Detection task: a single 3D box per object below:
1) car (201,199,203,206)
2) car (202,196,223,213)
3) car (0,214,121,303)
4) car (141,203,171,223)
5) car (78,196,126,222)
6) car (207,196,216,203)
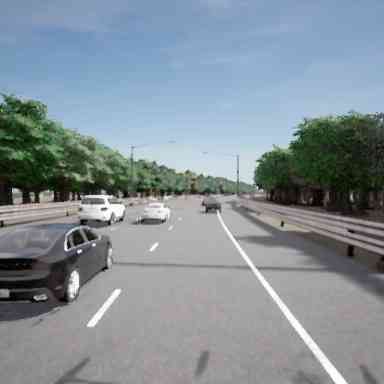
[{"bbox_3d":[2.678,1.705,57.552,1.994,1.385,4.181,0,0,5],"label":"car"},{"bbox_3d":[2.471,1.602,38.553,1.837,1.490,4.892,0,0,4],"label":"car"},{"bbox_3d":[-3.310,1.527,8.232,1.837,1.490,4.892,0,0,1],"label":"car"},{"bbox_3d":[-2.788,1.590,26.300,1.812,1.442,4.674,0,0,2],"label":"car"},{"bbox_3d":[-6.388,1.279,24.090,2.150,2.045,5.566,0,0,2],"label":"car"},{"bbox_3d":[4.339,1.528,73.441,1.812,1.442,4.674,0,0,7],"label":"car"}]
